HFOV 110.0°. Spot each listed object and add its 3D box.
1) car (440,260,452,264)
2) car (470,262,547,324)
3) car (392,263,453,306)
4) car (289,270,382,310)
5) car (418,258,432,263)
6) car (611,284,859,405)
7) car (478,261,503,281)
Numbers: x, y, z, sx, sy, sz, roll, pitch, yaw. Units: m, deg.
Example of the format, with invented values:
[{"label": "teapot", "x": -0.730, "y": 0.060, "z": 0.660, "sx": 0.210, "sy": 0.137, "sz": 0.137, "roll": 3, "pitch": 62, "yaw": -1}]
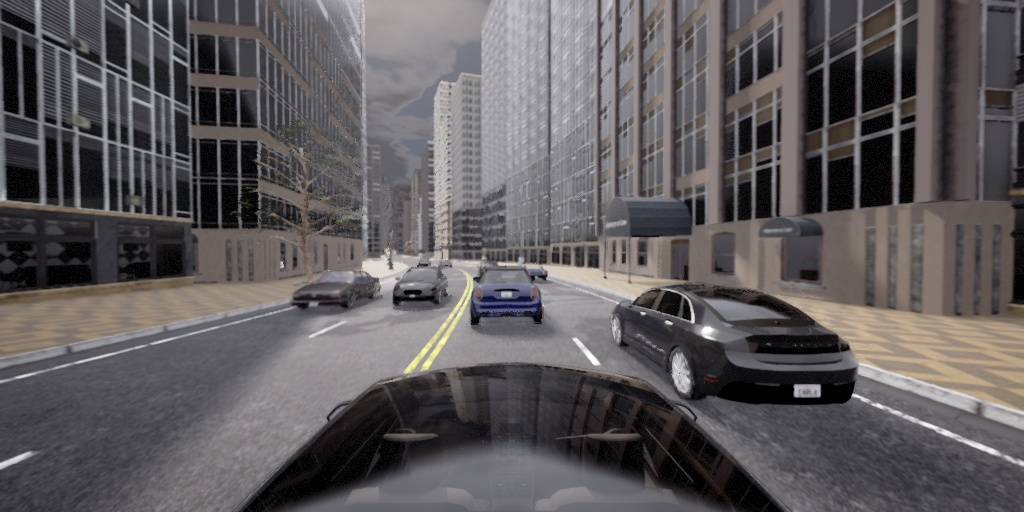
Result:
[{"label": "car", "x": -10.811, "y": 1.264, "z": 58.253, "sx": 1.994, "sy": 1.385, "sz": 4.181, "roll": 0, "pitch": 0, "yaw": -14}, {"label": "car", "x": -0.252, "y": 1.093, "z": 12.141, "sx": 2.097, "sy": 1.767, "sz": 4.553, "roll": 0, "pitch": 0, "yaw": -3}, {"label": "car", "x": -3.920, "y": 1.254, "z": 15.933, "sx": 1.837, "sy": 1.490, "sz": 4.892, "roll": 0, "pitch": 0, "yaw": -4}, {"label": "car", "x": -7.102, "y": 1.307, "z": 15.203, "sx": 2.033, "sy": 1.411, "sz": 5.357, "roll": 0, "pitch": 0, "yaw": -4}, {"label": "car", "x": -13.903, "y": 1.074, "z": 57.232, "sx": 2.097, "sy": 1.767, "sz": 4.553, "roll": 0, "pitch": 0, "yaw": -14}, {"label": "car", "x": 3.220, "y": 1.243, "z": 6.390, "sx": 1.837, "sy": 1.490, "sz": 4.892, "roll": 0, "pitch": 0, "yaw": -1}, {"label": "car", "x": -1.951, "y": 1.228, "z": 30.851, "sx": 1.837, "sy": 1.490, "sz": 4.892, "roll": 0, "pitch": 0, "yaw": -7}]
